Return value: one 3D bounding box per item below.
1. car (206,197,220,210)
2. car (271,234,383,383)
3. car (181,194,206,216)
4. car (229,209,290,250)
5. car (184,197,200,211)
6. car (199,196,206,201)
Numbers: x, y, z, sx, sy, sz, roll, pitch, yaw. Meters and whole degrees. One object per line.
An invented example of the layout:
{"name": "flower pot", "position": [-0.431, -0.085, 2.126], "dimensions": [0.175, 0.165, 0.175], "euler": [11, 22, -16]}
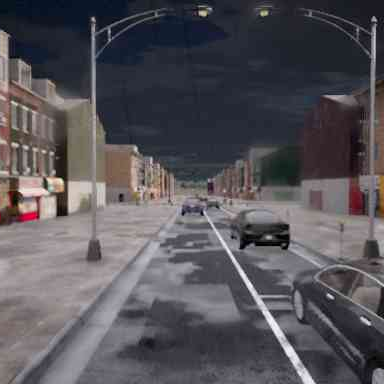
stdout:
{"name": "car", "position": [2.643, 1.557, 43.210], "dimensions": [2.008, 1.369, 4.403], "euler": [-1, 0, 0]}
{"name": "car", "position": [2.626, 1.549, 4.390], "dimensions": [2.008, 1.369, 4.403], "euler": [-1, 0, 0]}
{"name": "car", "position": [0.063, 1.353, 32.936], "dimensions": [2.097, 1.767, 4.553], "euler": [0, 0, 0]}
{"name": "car", "position": [2.758, 1.475, 14.398], "dimensions": [1.882, 1.535, 5.008], "euler": [0, 0, 0]}
{"name": "car", "position": [0.039, 1.484, 42.914], "dimensions": [1.882, 1.535, 5.008], "euler": [0, 0, 1]}
{"name": "car", "position": [2.664, 1.629, 86.720], "dimensions": [1.802, 1.307, 4.206], "euler": [-1, 0, 0]}
